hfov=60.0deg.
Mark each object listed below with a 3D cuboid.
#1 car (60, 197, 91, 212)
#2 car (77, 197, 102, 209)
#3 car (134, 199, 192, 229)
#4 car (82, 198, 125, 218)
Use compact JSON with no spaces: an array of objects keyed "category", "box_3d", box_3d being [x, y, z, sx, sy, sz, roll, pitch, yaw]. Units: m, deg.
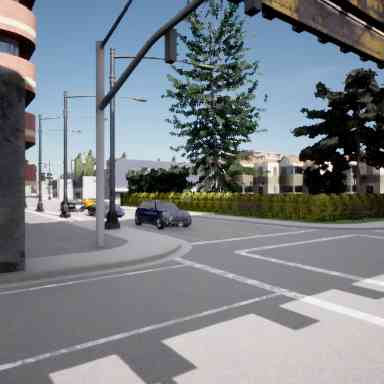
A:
[{"category":"car","box_3d":[-13.917,1.491,38.703,2.128,1.511,4.902,0,0,-35]},{"category":"car","box_3d":[-14.061,1.477,45.323,1.882,1.535,5.008,0,0,-34]},{"category":"car","box_3d":[-1.959,1.351,21.679,2.097,1.767,4.553,0,0,-35]},{"category":"car","box_3d":[-7.898,1.547,30.116,2.033,1.411,5.357,0,0,-35]}]
